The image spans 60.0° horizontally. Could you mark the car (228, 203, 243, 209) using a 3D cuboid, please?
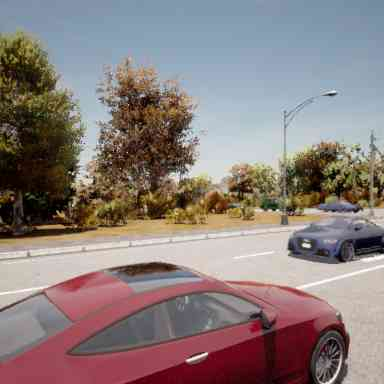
[{"bbox_3d":[7.222,2.656,57.927,2.128,1.511,4.902,0,-3,-32],"label":"car"}]

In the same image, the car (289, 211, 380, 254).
[{"bbox_3d":[5.391,1.577,12.055,4.181,1.385,1.994,0,0,-35],"label":"car"}]

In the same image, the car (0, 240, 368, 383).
[{"bbox_3d":[-0.234,1.526,3.577,4.674,1.442,1.812,0,0,-35],"label":"car"}]

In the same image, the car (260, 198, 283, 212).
[{"bbox_3d":[12.605,1.867,49.302,2.150,2.045,5.566,0,-3,-32],"label":"car"}]

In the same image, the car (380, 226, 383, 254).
[{"bbox_3d":[7.803,1.235,9.252,5.566,2.045,2.150,0,0,-35],"label":"car"}]

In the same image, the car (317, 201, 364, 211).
[{"bbox_3d":[18.016,1.815,40.650,2.033,1.411,5.357,0,-2,-32],"label":"car"}]
